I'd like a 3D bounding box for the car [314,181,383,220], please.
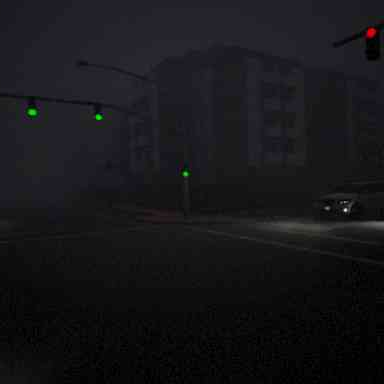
[{"bbox_3d":[9.612,0.406,19.448,5.566,2.045,2.150,-3,2,-32],"label":"car"}]
